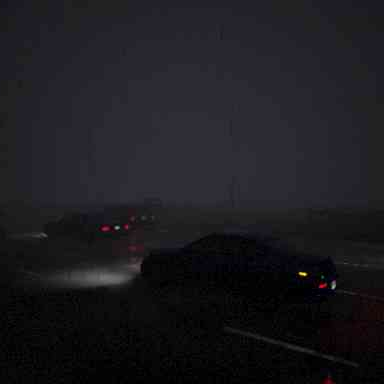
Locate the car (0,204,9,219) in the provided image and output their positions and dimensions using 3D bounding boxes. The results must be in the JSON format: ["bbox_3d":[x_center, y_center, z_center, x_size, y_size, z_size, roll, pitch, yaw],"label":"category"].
[{"bbox_3d":[-19.548,1.789,31.981,5.008,1.535,1.882,0,-1,37],"label":"car"}]

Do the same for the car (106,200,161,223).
[{"bbox_3d":[-4.493,1.559,20.580,4.553,1.767,2.097,0,-1,37],"label":"car"}]

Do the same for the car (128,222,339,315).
[{"bbox_3d":[0.863,1.607,7.738,4.674,1.442,1.812,0,-1,37],"label":"car"}]

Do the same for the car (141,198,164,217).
[{"bbox_3d":[-4.377,1.531,31.558,1.905,1.878,3.866,0,-1,37],"label":"car"}]

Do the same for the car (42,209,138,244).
[{"bbox_3d":[-5.466,1.717,16.923,5.357,1.411,2.033,0,-1,37],"label":"car"}]
